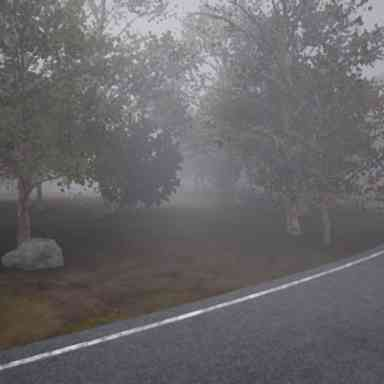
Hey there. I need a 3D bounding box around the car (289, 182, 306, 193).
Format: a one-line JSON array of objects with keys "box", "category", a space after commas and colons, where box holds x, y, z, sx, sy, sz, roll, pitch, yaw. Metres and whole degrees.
[{"box": [16.493, -0.755, 52.255, 1.994, 1.385, 4.181, -4, 3, 10], "category": "car"}]

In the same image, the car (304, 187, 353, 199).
[{"box": [15.889, -0.385, 38.776, 2.150, 2.045, 5.566, -6, 4, -29], "category": "car"}]
